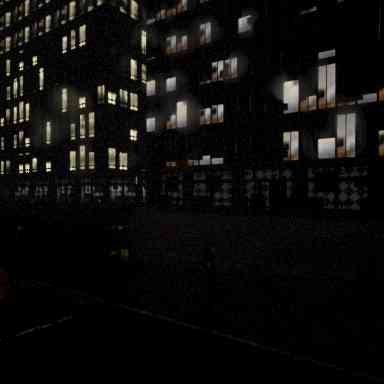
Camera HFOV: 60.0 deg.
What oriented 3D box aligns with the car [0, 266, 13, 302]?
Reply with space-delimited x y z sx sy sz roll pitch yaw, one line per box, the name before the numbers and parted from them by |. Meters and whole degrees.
car | -5.544 1.526 6.834 4.829 1.417 1.752 0 0 36
